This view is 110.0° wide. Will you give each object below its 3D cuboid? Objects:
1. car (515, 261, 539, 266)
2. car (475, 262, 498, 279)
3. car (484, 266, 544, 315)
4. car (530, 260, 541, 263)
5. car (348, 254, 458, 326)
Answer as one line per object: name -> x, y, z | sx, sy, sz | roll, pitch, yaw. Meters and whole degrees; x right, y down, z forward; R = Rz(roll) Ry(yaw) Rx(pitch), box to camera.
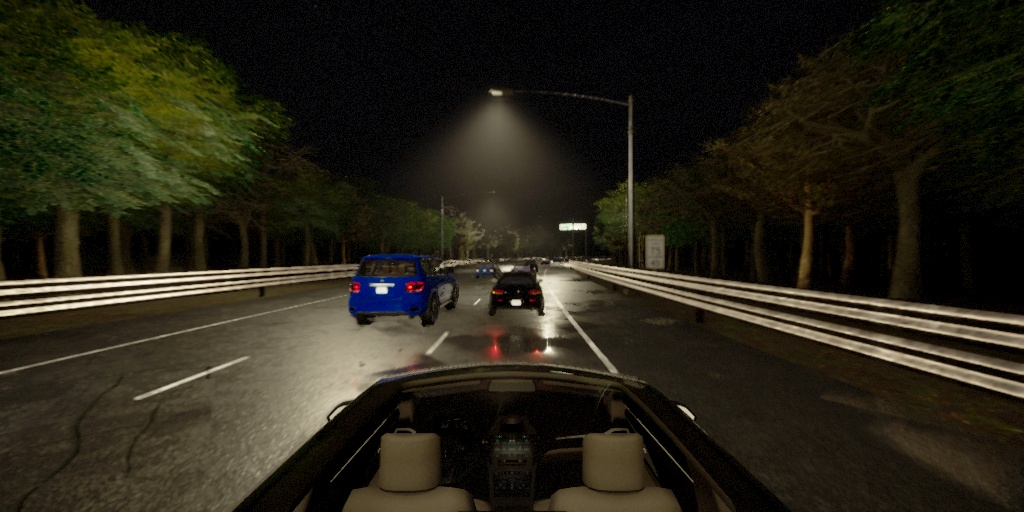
car -> 0.768, 1.313, 26.013 | 1.994, 1.385, 4.181 | 0, 0, 4
car -> -2.146, 1.295, 33.075 | 2.033, 1.411, 5.357 | 0, 0, 4
car -> 0.197, 1.277, 13.416 | 1.812, 1.442, 4.674 | 0, 0, 2
car -> 2.357, 1.273, 44.649 | 1.812, 1.442, 4.674 | 0, 0, 6
car -> -3.246, 0.971, 11.791 | 2.150, 2.045, 5.566 | 0, 0, 1
